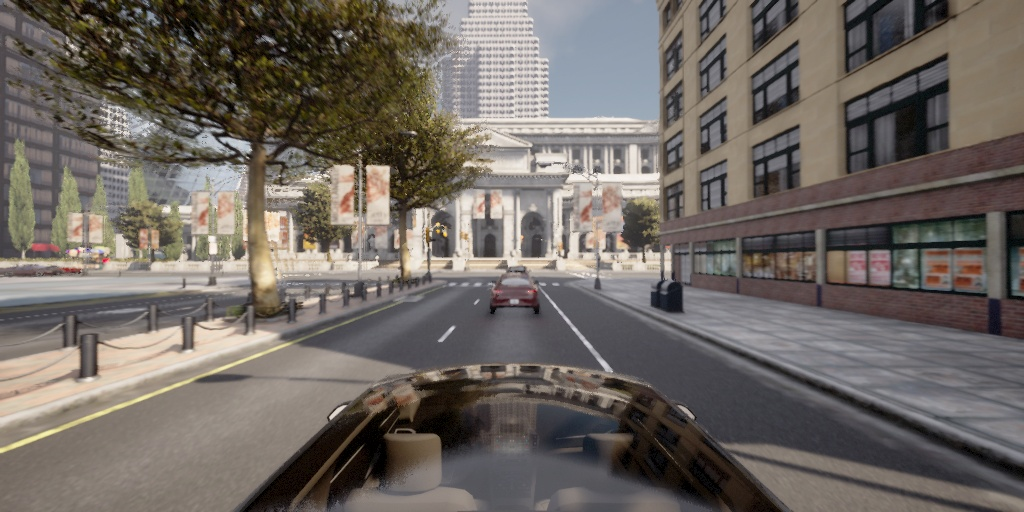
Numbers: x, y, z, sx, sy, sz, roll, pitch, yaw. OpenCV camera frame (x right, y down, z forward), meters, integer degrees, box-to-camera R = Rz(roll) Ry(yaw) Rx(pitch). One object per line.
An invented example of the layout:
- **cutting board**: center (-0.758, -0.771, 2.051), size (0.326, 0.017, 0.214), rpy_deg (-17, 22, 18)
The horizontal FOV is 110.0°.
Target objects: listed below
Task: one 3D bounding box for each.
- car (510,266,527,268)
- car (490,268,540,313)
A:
- **car**: center (0.527, 1.520, 28.879), size (1.837, 1.490, 4.892), rpy_deg (0, 0, 4)
- **car**: center (0.131, 1.399, 14.501), size (1.812, 1.442, 4.674), rpy_deg (0, 0, 1)
